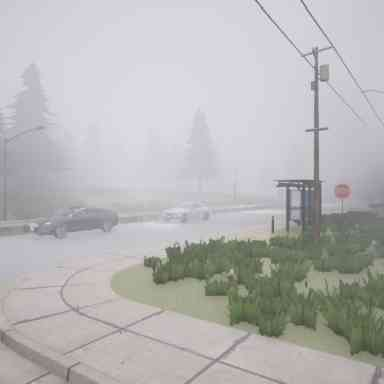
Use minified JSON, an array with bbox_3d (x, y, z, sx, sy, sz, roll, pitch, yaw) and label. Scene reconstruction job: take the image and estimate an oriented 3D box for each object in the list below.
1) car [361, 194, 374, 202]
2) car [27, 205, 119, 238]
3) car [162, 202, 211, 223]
[{"bbox_3d":[40.426,1.355,76.462,2.097,1.767,4.553,0,0,36],"label":"car"},{"bbox_3d":[-6.157,1.492,17.766,2.128,1.511,4.902,0,0,36],"label":"car"},{"bbox_3d":[-0.311,1.526,25.839,1.812,1.442,4.674,0,0,36],"label":"car"}]
